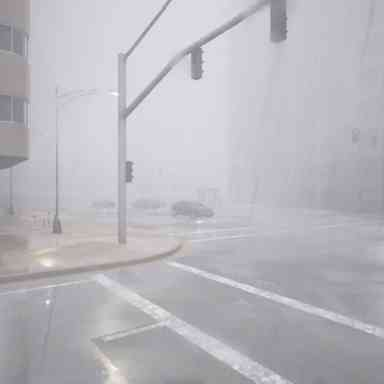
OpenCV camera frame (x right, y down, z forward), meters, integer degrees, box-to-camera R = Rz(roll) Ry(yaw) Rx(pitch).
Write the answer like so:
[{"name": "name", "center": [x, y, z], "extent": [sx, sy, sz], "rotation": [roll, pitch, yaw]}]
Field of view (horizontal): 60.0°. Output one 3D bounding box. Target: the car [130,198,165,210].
[{"name": "car", "center": [-6.227, 1.547, 43.940], "extent": [2.033, 1.411, 5.357], "rotation": [0, 0, -36]}]

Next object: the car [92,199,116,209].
[{"name": "car", "center": [-12.129, 1.601, 45.899], "extent": [1.895, 1.301, 4.718], "rotation": [0, 0, -36]}]

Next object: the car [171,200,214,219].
[{"name": "car", "center": [-0.049, 1.500, 29.202], "extent": [1.837, 1.490, 4.892], "rotation": [0, 1, -36]}]

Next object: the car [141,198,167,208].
[{"name": "car", "center": [-5.708, 1.564, 49.159], "extent": [1.994, 1.385, 4.181], "rotation": [0, 0, -36]}]
